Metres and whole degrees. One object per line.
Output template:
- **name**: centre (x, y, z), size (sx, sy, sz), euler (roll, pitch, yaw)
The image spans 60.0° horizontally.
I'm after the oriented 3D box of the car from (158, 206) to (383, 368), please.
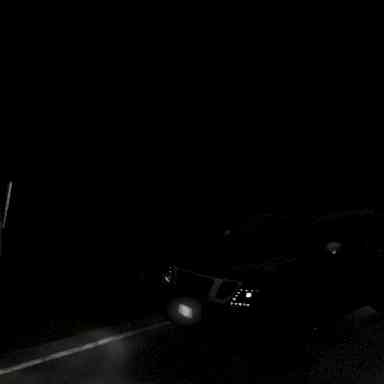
- **car**: centre (2.050, 1.326, 6.335), size (5.566, 2.045, 2.150), euler (1, -1, -39)
